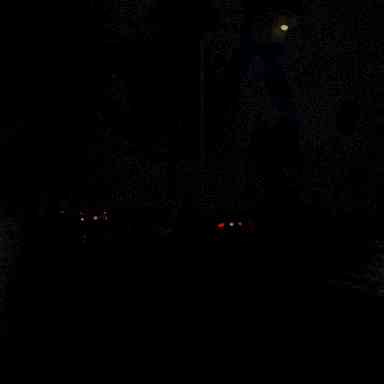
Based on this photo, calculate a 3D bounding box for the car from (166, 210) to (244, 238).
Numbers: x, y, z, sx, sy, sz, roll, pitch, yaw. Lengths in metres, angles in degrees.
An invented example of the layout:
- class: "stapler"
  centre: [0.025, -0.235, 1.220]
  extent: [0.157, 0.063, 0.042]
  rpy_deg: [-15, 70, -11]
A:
- class: "car"
  centre: [0.564, 1.730, 18.807]
  extent: [2.033, 1.411, 5.357]
  rpy_deg: [0, -1, -35]

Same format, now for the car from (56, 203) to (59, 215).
- class: "car"
  centre: [-15.315, 1.935, 41.601]
  extent: [2.150, 2.045, 5.566]
  rpy_deg: [0, -1, -35]

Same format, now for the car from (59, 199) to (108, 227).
- class: "car"
  centre: [-8.746, 1.631, 27.011]
  extent: [2.150, 2.045, 5.566]
  rpy_deg: [0, -1, -35]

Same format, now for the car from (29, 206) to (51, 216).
- class: "car"
  centre: [-19.576, 2.345, 42.731]
  extent: [1.812, 1.442, 4.674]
  rpy_deg: [0, -1, -35]
